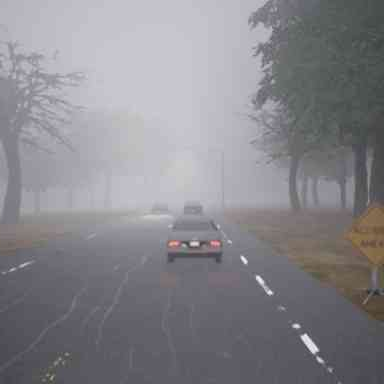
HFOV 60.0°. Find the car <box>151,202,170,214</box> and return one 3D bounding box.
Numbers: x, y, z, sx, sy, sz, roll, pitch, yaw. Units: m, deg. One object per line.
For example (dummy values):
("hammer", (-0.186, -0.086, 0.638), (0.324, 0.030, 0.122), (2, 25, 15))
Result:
("car", (-3.594, 1.806, 38.289), (1.895, 1.301, 4.718), (0, 0, 0))

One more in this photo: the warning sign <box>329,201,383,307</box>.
("warning sign", (3.565, 1.129, 6.501), (1.300, 1.860, 1.060), (1, 1, 0))

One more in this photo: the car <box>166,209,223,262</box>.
("car", (0.087, 1.589, 12.295), (2.033, 1.411, 5.357), (0, 0, 0))

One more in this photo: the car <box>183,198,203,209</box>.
("car", (0.098, 1.647, 33.574), (1.882, 1.535, 5.008), (0, 0, 0))
